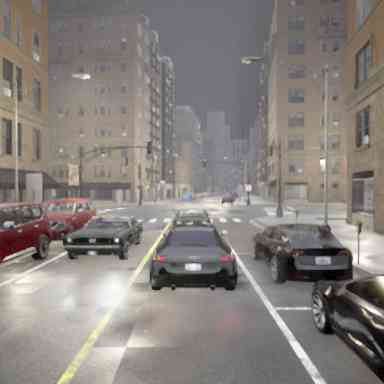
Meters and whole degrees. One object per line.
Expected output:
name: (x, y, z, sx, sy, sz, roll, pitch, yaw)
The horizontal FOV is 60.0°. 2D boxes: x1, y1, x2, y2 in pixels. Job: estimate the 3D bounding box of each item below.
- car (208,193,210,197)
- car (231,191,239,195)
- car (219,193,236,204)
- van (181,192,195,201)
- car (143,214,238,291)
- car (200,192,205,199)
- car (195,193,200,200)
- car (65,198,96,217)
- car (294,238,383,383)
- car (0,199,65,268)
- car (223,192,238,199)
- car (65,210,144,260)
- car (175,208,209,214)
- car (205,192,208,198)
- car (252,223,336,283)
car: (3.213, 0.818, 92.963, 1.967, 1.590, 4.097, 0, 0, 9)
car: (10.790, 0.746, 86.218, 2.192, 1.841, 5.009, 0, 0, 9)
car: (5.713, 1.230, 53.633, 1.947, 1.339, 4.313, 0, 0, 9)
van: (-1.019, 0.902, 65.806, 1.690, 1.788, 3.998, 0, 0, 9)
car: (0.043, 1.514, 8.902, 1.994, 1.385, 4.181, 0, 0, 0)
car: (1.495, 0.973, 81.932, 1.752, 1.417, 4.829, 0, 0, 9)
car: (-0.172, 0.961, 71.238, 1.967, 1.590, 4.097, 0, 0, 9)
car: (-5.685, 1.233, 14.790, 2.192, 1.841, 5.009, -1, 0, 0)
car: (2.851, 1.544, 3.790, 1.947, 1.339, 4.313, -1, 0, 0)
car: (-5.681, 1.264, 9.282, 2.192, 1.841, 5.009, -1, 0, 0)
car: (7.407, 1.147, 64.495, 1.947, 1.339, 4.313, 0, 0, 9)
car: (-3.007, 1.533, 12.251, 1.895, 1.301, 4.718, 0, 0, 0)
car: (-0.009, 1.500, 17.997, 1.895, 1.301, 4.718, 0, 0, 0)
car: (2.368, 0.993, 87.532, 1.802, 1.307, 4.206, 0, 0, 9)
car: (2.847, 1.514, 9.297, 1.947, 1.339, 4.313, -1, 0, 0)
